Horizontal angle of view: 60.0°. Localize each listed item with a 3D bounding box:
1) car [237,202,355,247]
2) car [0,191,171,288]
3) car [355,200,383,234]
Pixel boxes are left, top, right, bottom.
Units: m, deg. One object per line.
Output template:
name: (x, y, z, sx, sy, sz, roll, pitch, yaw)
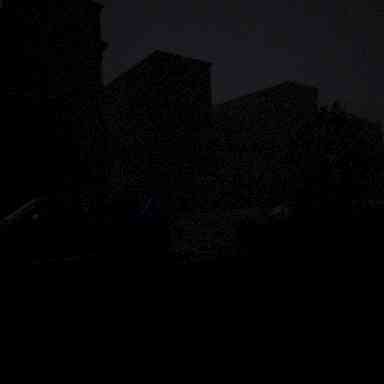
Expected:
car: (4.089, 1.202, 13.534, 5.008, 1.535, 2.097, -1, 0, -33)
car: (-3.195, 1.010, 8.325, 5.566, 2.045, 2.435, -1, 1, -33)
car: (8.597, 1.169, 16.758, 4.892, 1.521, 2.231, -1, 1, -33)
